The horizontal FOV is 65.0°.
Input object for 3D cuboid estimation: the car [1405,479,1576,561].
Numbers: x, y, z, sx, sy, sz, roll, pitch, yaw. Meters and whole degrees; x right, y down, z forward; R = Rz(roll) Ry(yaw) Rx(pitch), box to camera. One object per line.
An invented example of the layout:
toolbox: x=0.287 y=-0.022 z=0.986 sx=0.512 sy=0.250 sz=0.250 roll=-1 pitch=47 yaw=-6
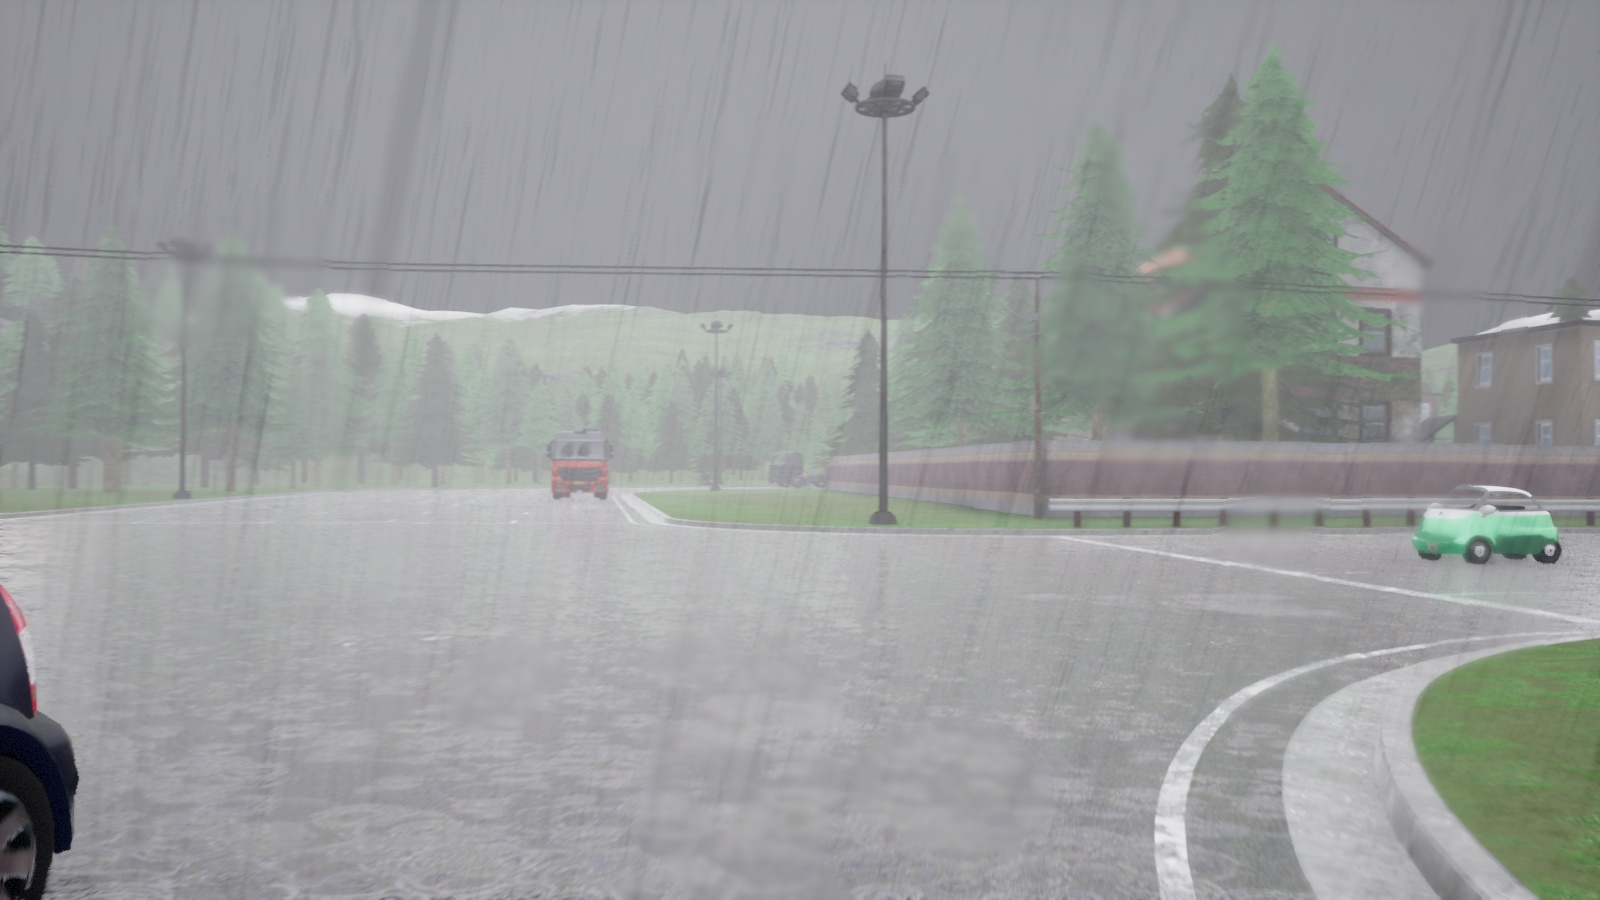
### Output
car: x=12.239 y=1.215 z=22.322 sx=2.207 sy=1.376 sz=1.481 roll=0 pitch=-1 yaw=-10

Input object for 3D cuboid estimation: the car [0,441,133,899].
car: x=-3.445 y=0.763 z=2.481 sx=1.851 sy=1.617 sz=3.988 roll=0 pitch=-1 yaw=6

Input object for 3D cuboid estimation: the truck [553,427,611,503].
truck: x=-11.742 y=0.820 z=68.076 sx=2.891 sy=3.827 sz=8.468 roll=0 pitch=-1 yaw=-9
